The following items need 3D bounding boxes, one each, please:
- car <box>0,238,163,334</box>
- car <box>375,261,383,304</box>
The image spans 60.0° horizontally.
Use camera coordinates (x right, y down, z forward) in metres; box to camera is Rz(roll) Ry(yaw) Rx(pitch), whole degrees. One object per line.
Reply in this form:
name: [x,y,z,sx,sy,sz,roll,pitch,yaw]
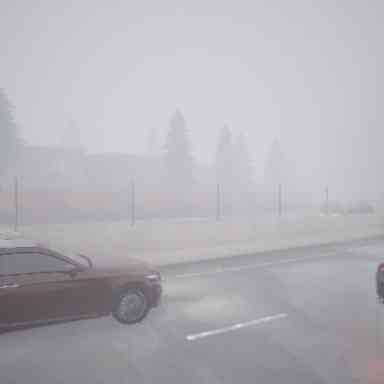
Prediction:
car: [-2.808,1.550,5.731,4.674,1.442,1.812,0,0,-28]
car: [5.670,1.556,6.665,4.892,1.490,1.837,0,0,-32]
